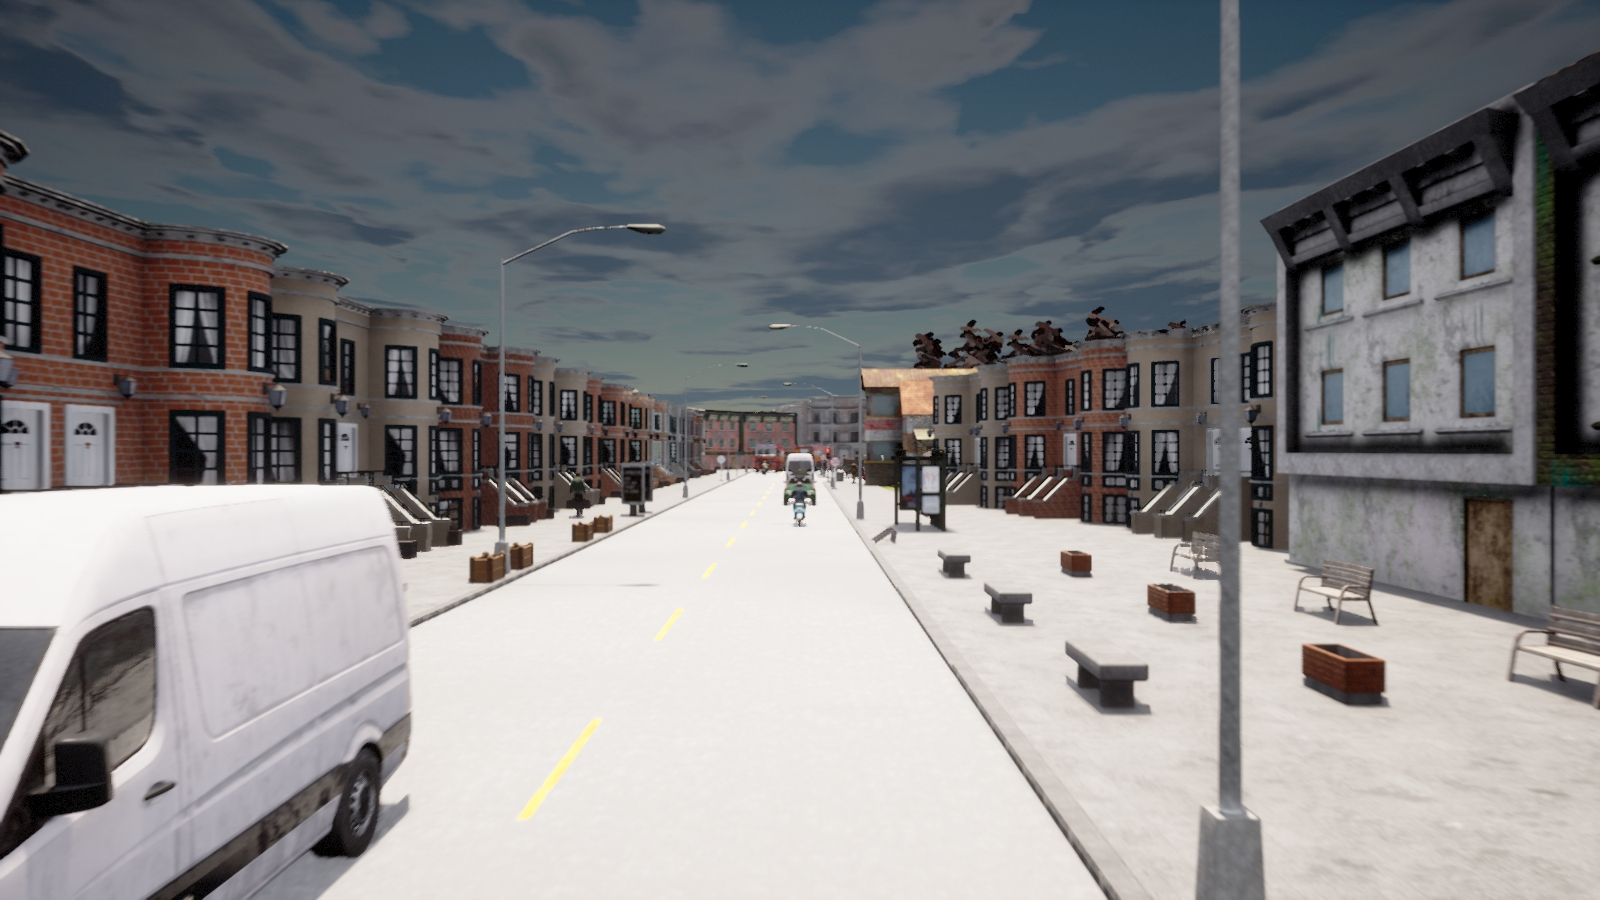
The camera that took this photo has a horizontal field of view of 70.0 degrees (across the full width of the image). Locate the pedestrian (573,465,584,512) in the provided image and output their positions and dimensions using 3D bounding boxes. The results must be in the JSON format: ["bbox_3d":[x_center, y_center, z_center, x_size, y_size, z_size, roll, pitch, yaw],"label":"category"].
[{"bbox_3d":[-8.883,1.542,45.816,0.375,1.860,0.375,0,0,-3],"label":"pedestrian"}]

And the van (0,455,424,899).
[{"bbox_3d":[-4.008,1.317,6.225,1.988,2.561,5.915,0,0,0],"label":"van"}]

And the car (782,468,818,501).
[{"bbox_3d":[-0.009,1.802,60.170,1.851,1.617,3.988,0,0,0],"label":"car"}]
